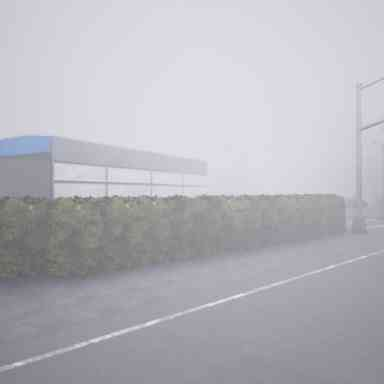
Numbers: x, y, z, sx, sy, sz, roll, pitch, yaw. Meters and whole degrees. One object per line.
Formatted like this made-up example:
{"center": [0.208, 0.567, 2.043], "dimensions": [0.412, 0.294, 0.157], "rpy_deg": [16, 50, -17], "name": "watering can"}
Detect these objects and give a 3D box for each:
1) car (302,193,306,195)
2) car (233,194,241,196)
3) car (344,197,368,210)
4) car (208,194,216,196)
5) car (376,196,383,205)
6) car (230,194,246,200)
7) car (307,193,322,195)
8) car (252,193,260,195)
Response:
{"center": [24.829, 1.077, 72.721], "dimensions": [3.866, 1.878, 1.905], "rpy_deg": [0, 0, -41], "name": "car"}
{"center": [8.820, 1.298, 63.597], "dimensions": [4.514, 1.523, 2.007], "rpy_deg": [0, 0, -41], "name": "car"}
{"center": [19.236, 1.339, 39.639], "dimensions": [4.514, 1.523, 2.007], "rpy_deg": [0, 0, -41], "name": "car"}
{"center": [4.355, 1.298, 85.307], "dimensions": [4.514, 1.523, 2.007], "rpy_deg": [0, 0, -41], "name": "car"}
{"center": [31.434, 1.384, 54.012], "dimensions": [3.806, 1.475, 1.970], "rpy_deg": [0, 0, -41], "name": "car"}
{"center": [12.092, 1.232, 87.107], "dimensions": [3.806, 1.475, 1.970], "rpy_deg": [0, 0, -41], "name": "car"}
{"center": [27.032, 1.097, 70.782], "dimensions": [4.605, 1.855, 1.932], "rpy_deg": [0, 0, -41], "name": "car"}
{"center": [16.510, 1.153, 82.442], "dimensions": [5.027, 1.636, 2.152], "rpy_deg": [0, 0, -41], "name": "car"}
